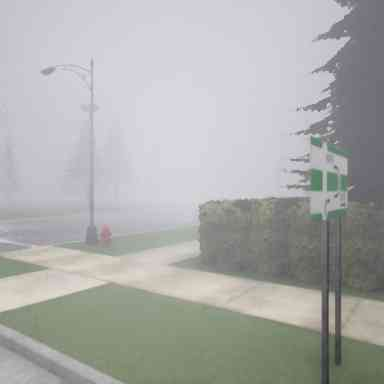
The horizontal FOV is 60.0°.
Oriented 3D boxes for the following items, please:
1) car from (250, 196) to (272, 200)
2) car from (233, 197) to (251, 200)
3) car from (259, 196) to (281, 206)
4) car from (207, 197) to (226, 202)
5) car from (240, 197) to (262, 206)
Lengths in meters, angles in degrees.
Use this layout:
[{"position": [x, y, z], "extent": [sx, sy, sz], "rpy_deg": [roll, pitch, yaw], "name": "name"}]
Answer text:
[{"position": [10.108, 1.524, 45.311], "extent": [1.812, 1.442, 4.674], "rpy_deg": [0, 0, 36], "name": "car"}, {"position": [7.248, 1.476, 47.330], "extent": [1.882, 1.535, 5.008], "rpy_deg": [0, 0, 36], "name": "car"}, {"position": [13.073, 1.476, 55.453], "extent": [1.882, 1.535, 5.008], "rpy_deg": [0, 0, 36], "name": "car"}, {"position": [4.137, 1.475, 49.005], "extent": [1.882, 1.535, 5.008], "rpy_deg": [0, 0, 37], "name": "car"}, {"position": [10.238, 1.562, 57.506], "extent": [1.994, 1.385, 4.181], "rpy_deg": [0, 0, 36], "name": "car"}]
